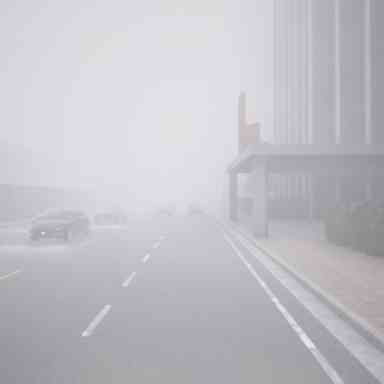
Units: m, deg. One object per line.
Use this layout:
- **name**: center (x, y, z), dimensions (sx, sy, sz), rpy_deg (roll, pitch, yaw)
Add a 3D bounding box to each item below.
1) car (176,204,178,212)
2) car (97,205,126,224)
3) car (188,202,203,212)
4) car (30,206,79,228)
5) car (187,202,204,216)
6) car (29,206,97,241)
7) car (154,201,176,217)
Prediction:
- **car**: center (-3.104, 2.036, 45.923), dimensions (2.128, 1.511, 4.902), rpy_deg (0, -1, 1)
- **car**: center (-6.849, 1.861, 28.410), dimensions (1.812, 1.442, 4.674), rpy_deg (0, -1, 1)
- **car**: center (0.469, 2.129, 47.607), dimensions (1.994, 1.385, 4.181), rpy_deg (0, -1, 1)
- **car**: center (-10.308, 1.825, 25.340), dimensions (1.812, 1.442, 4.674), rpy_deg (0, -1, 0)
- **car**: center (0.403, 2.062, 38.848), dimensions (1.895, 1.301, 4.718), rpy_deg (0, -1, 0)
- **car**: center (-6.961, 1.719, 18.049), dimensions (1.837, 1.490, 4.892), rpy_deg (0, -1, 1)
- **car**: center (-3.139, 1.961, 36.735), dimensions (1.812, 1.442, 4.674), rpy_deg (0, -1, 1)
